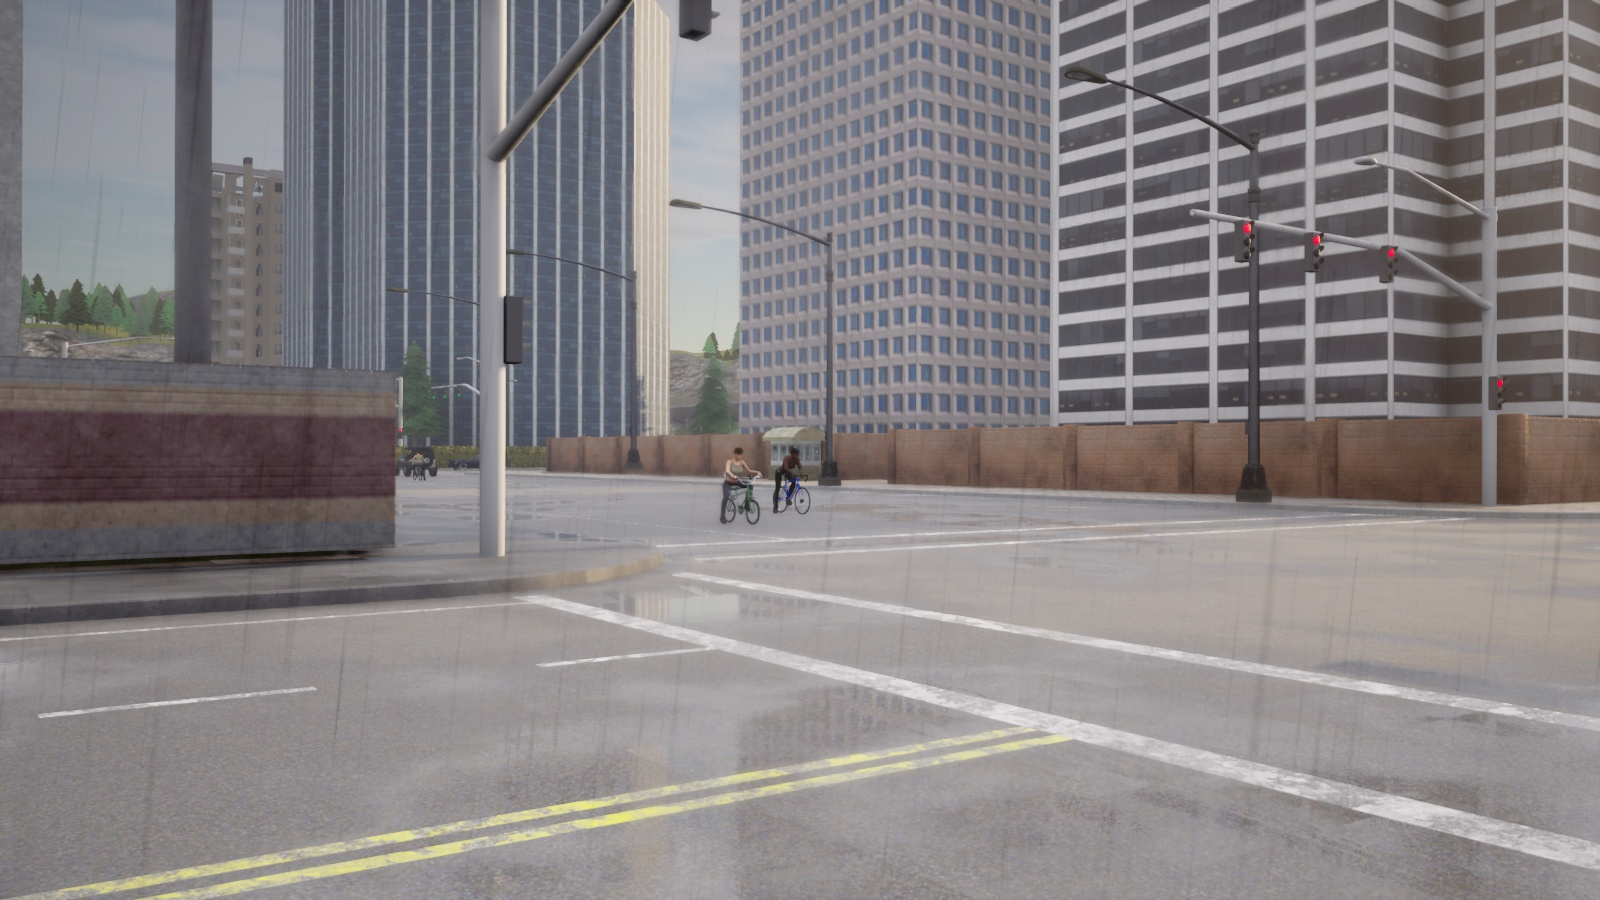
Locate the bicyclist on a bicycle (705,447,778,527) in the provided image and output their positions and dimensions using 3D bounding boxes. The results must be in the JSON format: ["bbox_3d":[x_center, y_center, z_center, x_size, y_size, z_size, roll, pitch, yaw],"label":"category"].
[{"bbox_3d":[-1.246,0.756,26.385,0.866,1.612,1.509,0,0,-34],"label":"bicyclist on a bicycle"}]

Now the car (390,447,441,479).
[{"bbox_3d":[-23.786,0.795,77.616,1.905,1.878,3.866,0,0,-35],"label":"car"}]

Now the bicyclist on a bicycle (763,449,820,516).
[{"bbox_3d":[-0.220,0.784,31.057,0.582,1.620,1.656,0,0,-35],"label":"bicyclist on a bicycle"}]
